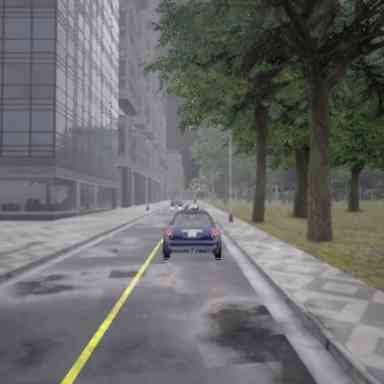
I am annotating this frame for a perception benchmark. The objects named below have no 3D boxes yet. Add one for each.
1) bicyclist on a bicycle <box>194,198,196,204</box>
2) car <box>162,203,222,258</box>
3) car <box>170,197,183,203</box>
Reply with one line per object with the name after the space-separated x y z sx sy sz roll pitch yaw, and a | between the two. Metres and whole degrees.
0.805 2.484 87.181 0.582 1.620 1.656 0 -1 0 | bicyclist on a bicycle
0.015 1.494 13.466 2.097 1.767 4.553 0 -1 0 | car
-3.027 1.969 65.543 2.150 2.045 5.566 0 0 0 | car
